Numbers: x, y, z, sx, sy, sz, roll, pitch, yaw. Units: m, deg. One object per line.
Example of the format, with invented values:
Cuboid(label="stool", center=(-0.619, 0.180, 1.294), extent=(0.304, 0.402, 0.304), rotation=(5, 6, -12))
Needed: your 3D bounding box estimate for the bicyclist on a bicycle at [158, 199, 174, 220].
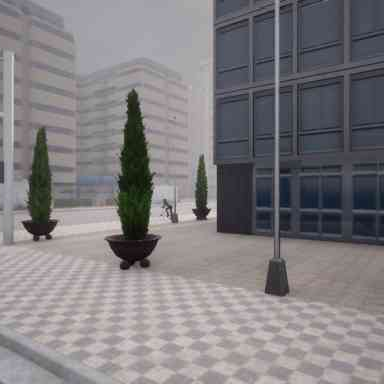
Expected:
Cuboid(label="bicyclist on a bicycle", center=(-1.999, 1.356, 25.879), extent=(1.656, 1.620, 0.582), rotation=(0, 0, 35))
